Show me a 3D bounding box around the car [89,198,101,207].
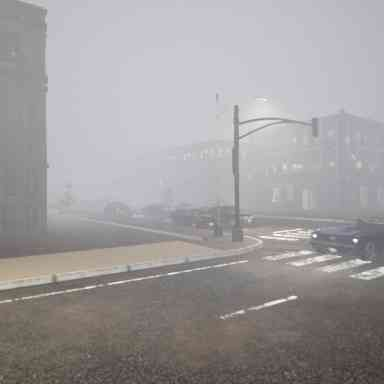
[{"bbox_3d":[-17.114,1.940,62.880,2.192,1.841,5.009,-1,0,-35],"label":"car"}]

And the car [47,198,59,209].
[{"bbox_3d":[-23.842,2.233,57.889,1.752,1.417,4.829,-1,0,-35],"label":"car"}]

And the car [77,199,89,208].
[{"bbox_3d":[-20.211,2.195,62.807,1.812,1.442,4.674,-1,0,-35],"label":"car"}]

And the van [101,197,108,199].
[{"bbox_3d":[-13.909,1.907,58.366,1.690,1.788,3.998,-1,0,-35],"label":"van"}]

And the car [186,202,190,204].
[{"bbox_3d":[-1.088,1.904,40.313,1.802,1.307,4.206,-2,0,-35],"label":"car"}]

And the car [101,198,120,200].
[{"bbox_3d":[-9.249,1.939,41.835,2.128,1.511,4.902,-1,0,-35],"label":"car"}]

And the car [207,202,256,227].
[{"bbox_3d":[2.693,1.738,25.001,1.812,1.442,4.674,-1,0,-34],"label":"car"}]

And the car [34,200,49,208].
[{"bbox_3d":[-30.349,2.377,67.055,2.008,1.369,4.403,-1,0,-35],"label":"car"}]

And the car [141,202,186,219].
[{"bbox_3d":[-3.253,1.878,33.370,2.033,1.411,5.357,-1,0,-36],"label":"car"}]

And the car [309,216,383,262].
[{"bbox_3d":[6.445,1.599,12.260,4.718,1.301,1.895,0,0,-35],"label":"car"}]

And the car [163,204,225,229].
[{"bbox_3d":[0.014,1.815,24.074,1.947,1.339,4.313,-1,0,-35],"label":"car"}]

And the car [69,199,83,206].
[{"bbox_3d":[-26.720,2.365,76.421,1.947,1.339,4.313,-1,0,-35],"label":"car"}]

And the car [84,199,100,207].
[{"bbox_3d":[-20.312,2.228,67.393,1.887,1.381,4.507,-1,0,-35],"label":"car"}]

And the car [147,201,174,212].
[{"bbox_3d":[-4.291,1.966,44.826,1.802,1.307,4.206,-2,0,-35],"label":"car"}]

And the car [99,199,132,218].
[{"bbox_3d":[-7.923,1.847,35.460,1.967,1.590,4.097,-1,0,-35],"label":"car"}]
